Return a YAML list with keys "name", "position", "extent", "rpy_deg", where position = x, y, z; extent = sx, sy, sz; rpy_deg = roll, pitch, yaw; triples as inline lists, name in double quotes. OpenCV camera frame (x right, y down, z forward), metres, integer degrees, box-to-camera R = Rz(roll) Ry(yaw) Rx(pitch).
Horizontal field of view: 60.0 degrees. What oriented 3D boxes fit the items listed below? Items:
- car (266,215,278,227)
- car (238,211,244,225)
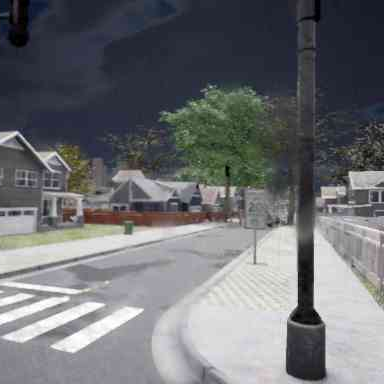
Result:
- name: "car"
  position: [9.616, 3.802, 43.143]
  extent: [1.994, 1.385, 4.181]
  rpy_deg: [0, -3, 18]
- name: "car"
  position: [8.119, 3.628, 47.615]
  extent: [2.150, 2.045, 5.566]
  rpy_deg: [0, -3, 18]
